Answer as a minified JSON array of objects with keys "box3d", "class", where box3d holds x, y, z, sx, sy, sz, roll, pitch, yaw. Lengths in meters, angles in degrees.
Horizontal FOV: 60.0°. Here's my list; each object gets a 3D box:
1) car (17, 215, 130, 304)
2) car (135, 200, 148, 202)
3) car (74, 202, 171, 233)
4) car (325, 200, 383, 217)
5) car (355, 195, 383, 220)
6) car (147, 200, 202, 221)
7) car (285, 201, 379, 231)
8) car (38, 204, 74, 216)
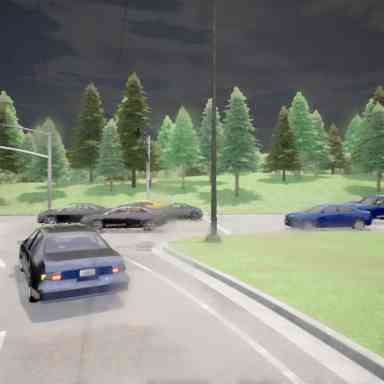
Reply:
[{"box3d":[-3.212,1.548,8.362,2.033,1.411,5.357,0,0,-30],"class":"car"},{"box3d":[-4.587,1.478,29.462,5.008,1.535,1.882,0,0,-5],"class":"car"},{"box3d":[-3.817,1.493,18.989,4.902,1.511,2.128,0,0,-5],"class":"car"},{"box3d":[15.165,1.526,31.115,4.674,1.442,1.812,0,0,-5],"class":"car"},{"box3d":[13.510,1.221,23.971,5.566,2.045,2.150,0,0,-5],"class":"car"},{"box3d":[-1.290,1.564,26.230,4.181,1.385,1.994,0,0,-5],"class":"car"},{"box3d":[8.106,1.478,20.002,5.008,1.535,1.882,0,0,-5],"class":"car"},{"box3d":[-7.664,1.492,22.177,4.902,1.511,2.128,0,0,-5],"class":"car"}]
